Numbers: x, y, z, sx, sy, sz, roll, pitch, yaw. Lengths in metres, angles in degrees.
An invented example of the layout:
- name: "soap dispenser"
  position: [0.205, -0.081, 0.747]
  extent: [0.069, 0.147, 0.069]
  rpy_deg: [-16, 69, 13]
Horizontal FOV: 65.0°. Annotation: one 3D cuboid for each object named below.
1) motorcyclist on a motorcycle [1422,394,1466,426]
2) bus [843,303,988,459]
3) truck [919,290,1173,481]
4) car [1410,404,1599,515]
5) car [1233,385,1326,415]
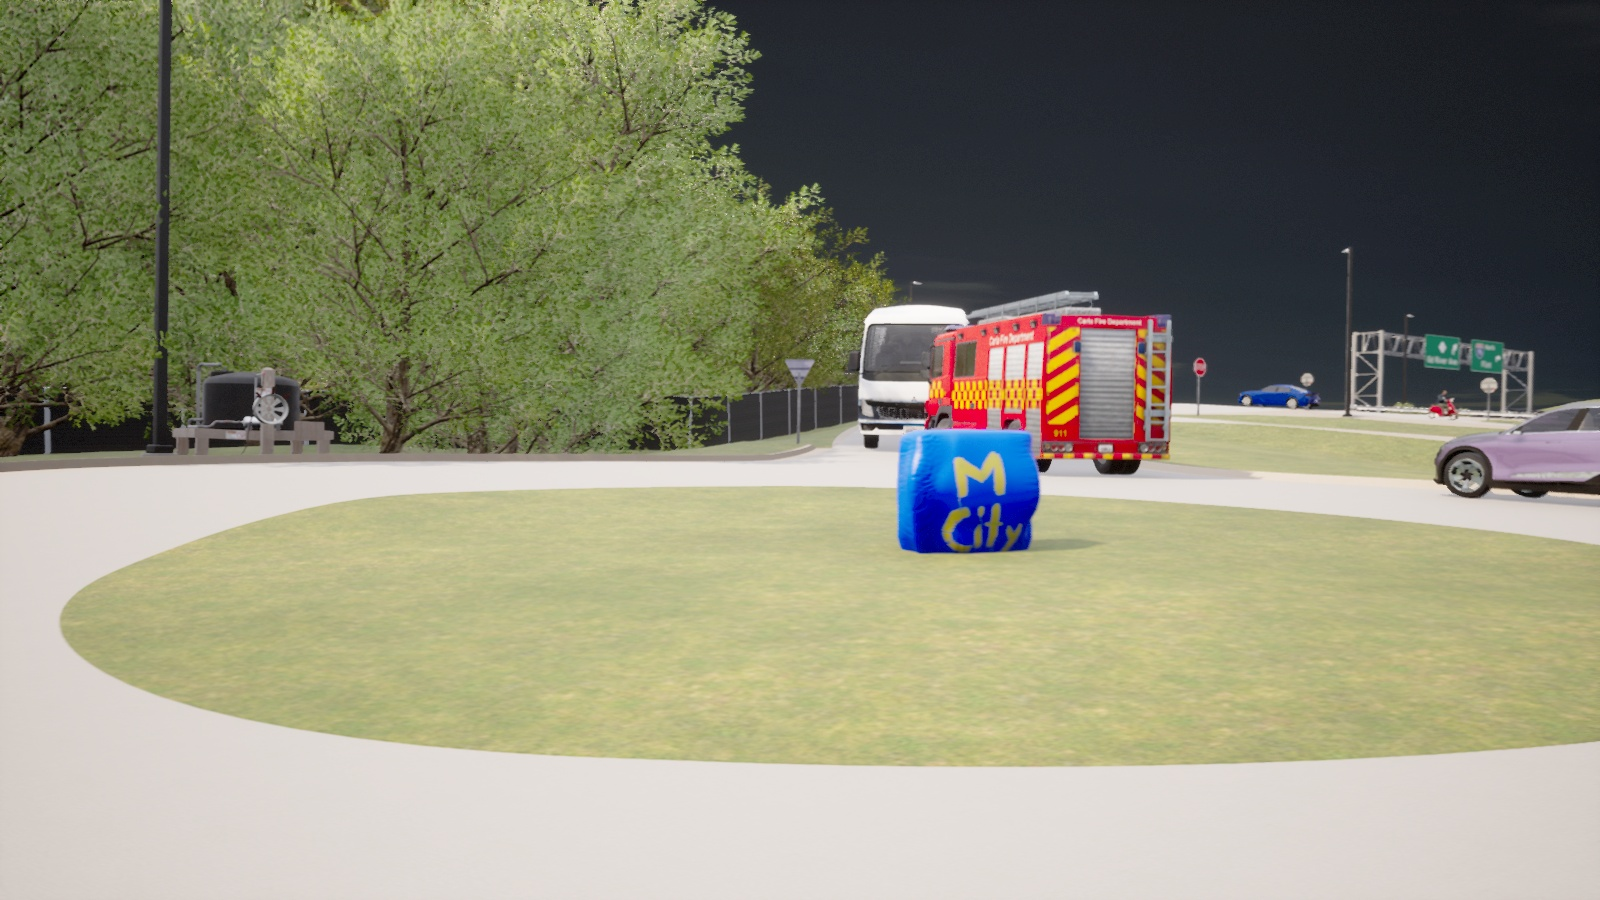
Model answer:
- name: "motorcyclist on a motorcycle"
  position: [34.440, -2.152, 67.140]
  extent: [0.866, 1.590, 1.817]
  rpy_deg: [2, 4, -24]
- name: "bus"
  position: [3.880, -2.410, 40.052]
  extent: [3.944, 4.253, 10.273]
  rpy_deg: [1, 6, 8]
- name: "truck"
  position: [5.447, -1.452, 29.857]
  extent: [2.891, 3.827, 8.468]
  rpy_deg: [1, 2, -11]
- name: "car"
  position: [12.571, 0.132, 20.004]
  extent: [2.033, 1.649, 4.856]
  rpy_deg: [1, 1, -26]
- name: "car"
  position: [29.913, -3.145, 78.458]
  extent: [1.882, 1.535, 5.008]
  rpy_deg: [0, 5, -40]
